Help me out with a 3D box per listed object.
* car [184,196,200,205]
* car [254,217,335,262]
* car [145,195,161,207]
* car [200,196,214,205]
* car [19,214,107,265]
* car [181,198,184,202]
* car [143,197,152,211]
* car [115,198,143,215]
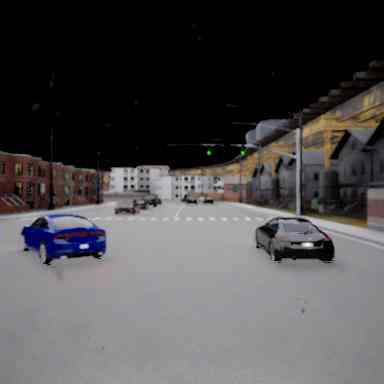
[{"bbox_3d":[-0.033,1.692,68.924,2.097,1.767,4.553,0,0,-3],"label":"car"},{"bbox_3d":[3.596,1.626,12.359,1.994,1.385,4.181,0,0,0],"label":"car"},{"bbox_3d":[-7.013,1.502,55.827,2.150,2.045,5.566,0,0,0],"label":"car"},{"bbox_3d":[3.456,1.821,69.813,1.882,1.535,5.008,0,0,-3],"label":"car"},{"bbox_3d":[-4.867,1.540,12.222,1.882,1.535,5.008,1,-1,-38],"label":"car"},{"bbox_3d":[-1.197,1.808,79.045,2.033,1.411,5.357,0,0,-17],"label":"car"},{"bbox_3d":[-7.063,1.755,45.591,1.812,1.442,4.674,0,0,0],"label":"car"},{"bbox_3d":[-7.093,1.537,36.793,2.097,1.767,4.553,0,0,0],"label":"car"}]
